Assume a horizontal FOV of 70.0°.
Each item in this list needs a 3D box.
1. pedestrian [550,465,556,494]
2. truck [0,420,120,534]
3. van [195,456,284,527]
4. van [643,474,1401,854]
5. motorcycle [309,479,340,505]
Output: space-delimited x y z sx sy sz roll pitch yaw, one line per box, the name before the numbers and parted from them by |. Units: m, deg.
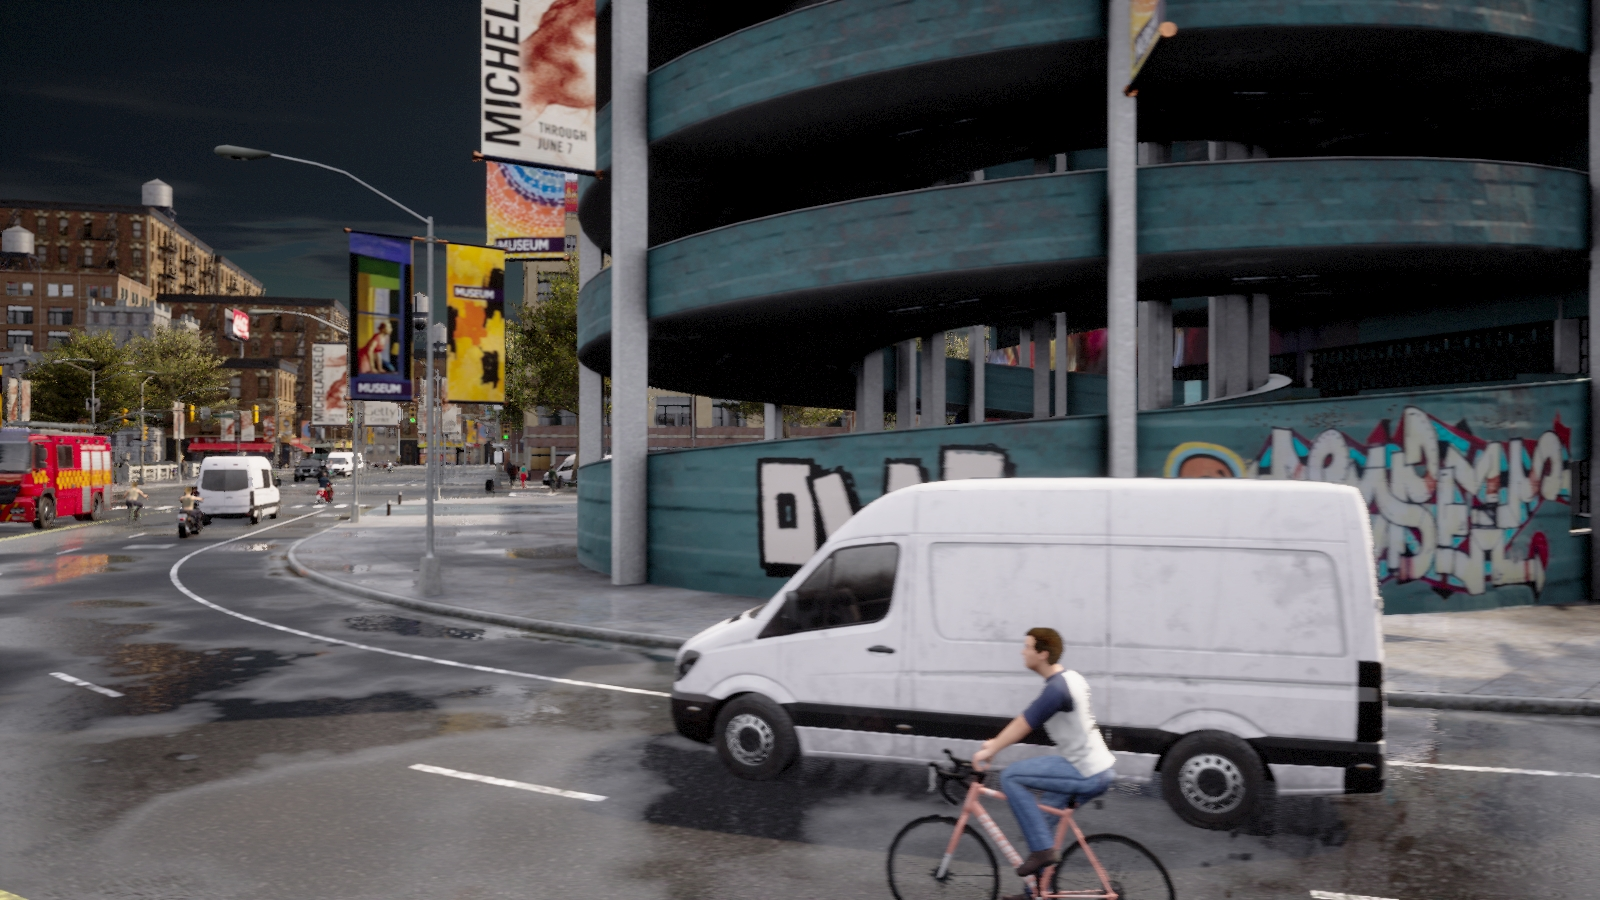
pedestrian | -15.699 1.863 72.619 0.375 1.860 0.375 0 0 -14
truck | -28.173 0.897 42.256 2.891 3.827 8.468 0 0 -14
van | -21.820 1.542 44.727 1.988 2.561 5.915 0 0 -15
van | 1.750 1.536 9.916 5.915 2.561 1.988 0 0 20
motorcycle | -24.787 2.192 59.582 0.856 1.236 1.805 2 0 0
